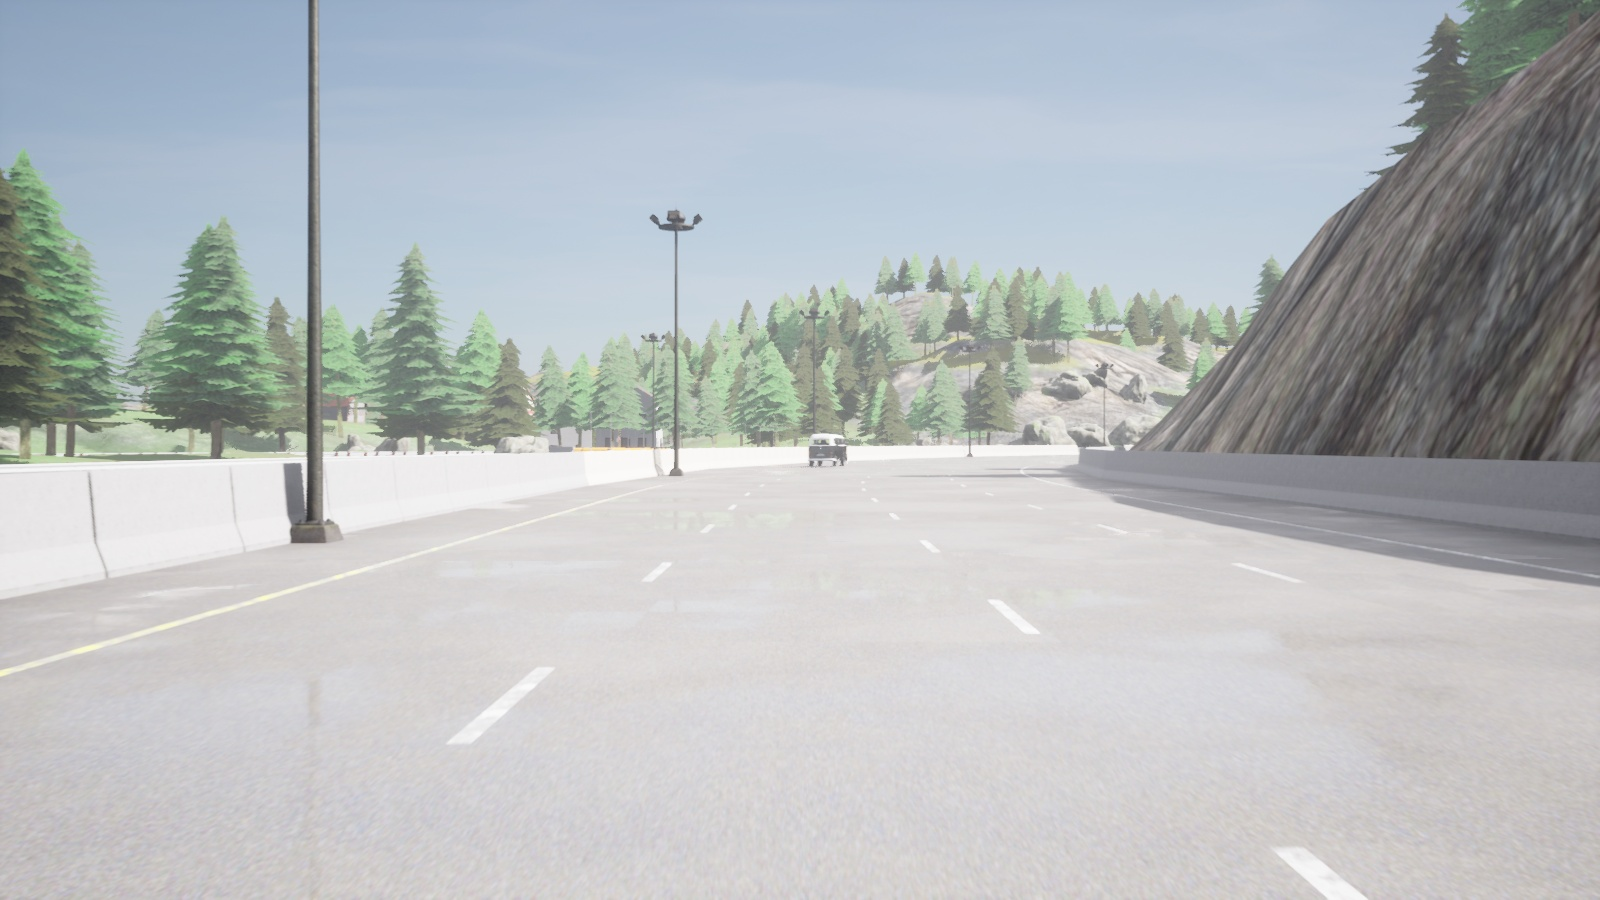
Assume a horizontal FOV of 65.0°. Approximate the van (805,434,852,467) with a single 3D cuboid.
[{"bbox_3d":[1.815,0.026,79.017,2.069,2.038,4.480,0,0,13],"label":"van"}]
